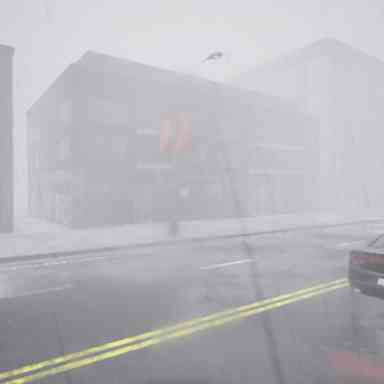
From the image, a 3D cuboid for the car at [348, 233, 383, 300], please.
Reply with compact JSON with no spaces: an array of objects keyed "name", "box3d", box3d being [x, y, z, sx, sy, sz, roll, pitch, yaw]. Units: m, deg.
[{"name":"car","box3d":[5.496,1.469,7.402,5.008,1.535,1.882,0,0,-35]}]
